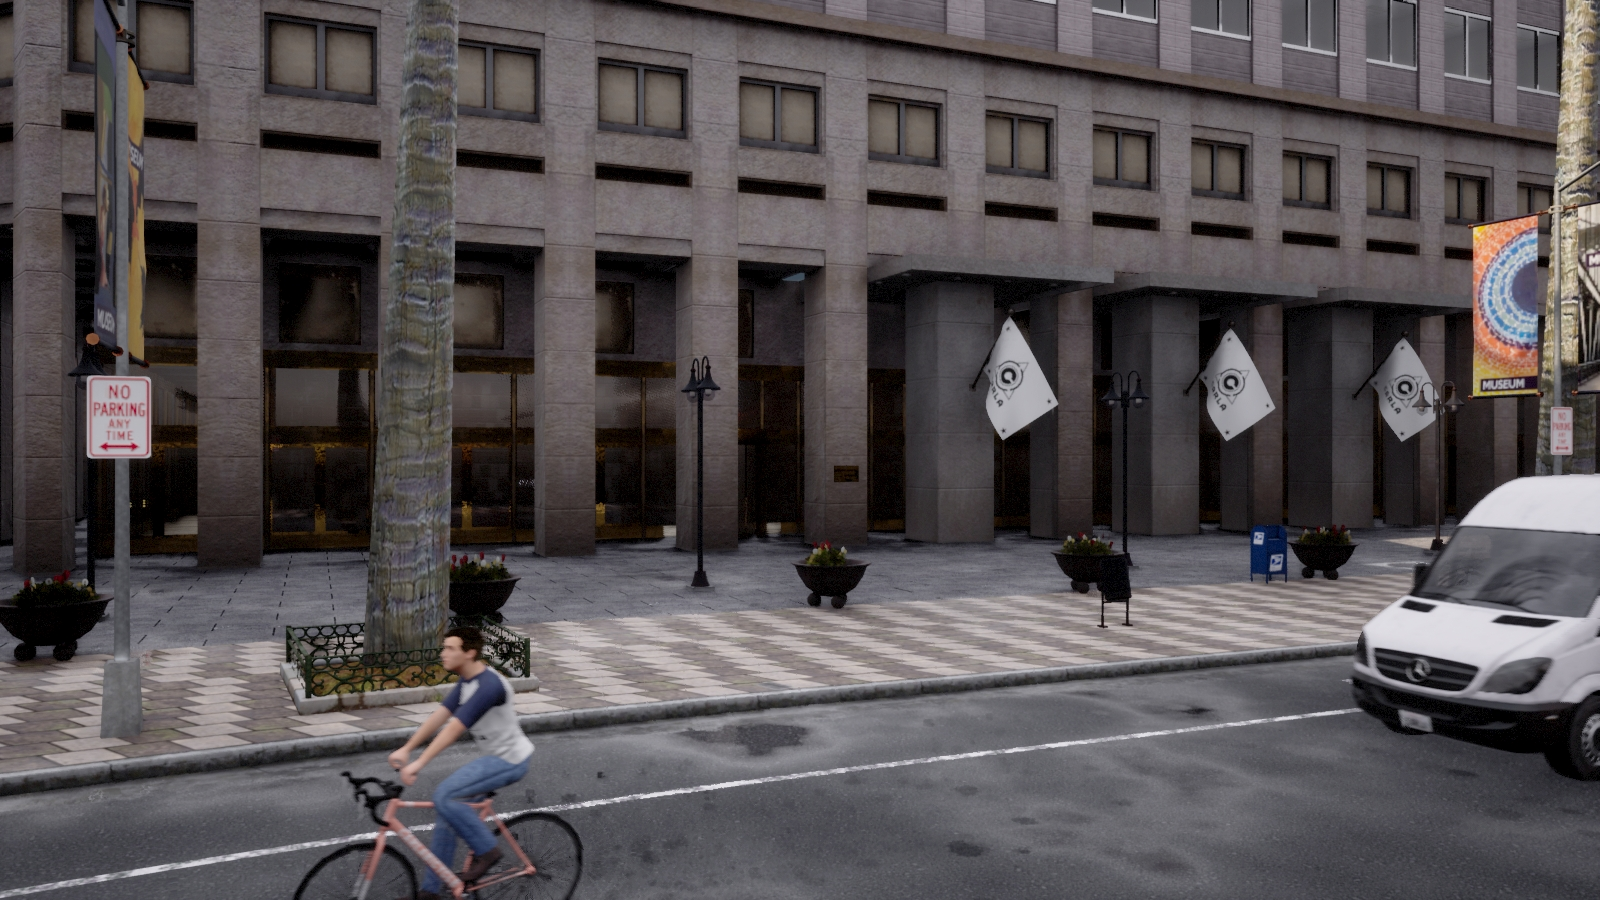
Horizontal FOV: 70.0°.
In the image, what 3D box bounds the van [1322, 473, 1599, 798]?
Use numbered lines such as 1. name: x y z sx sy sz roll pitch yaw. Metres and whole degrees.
1. van: 8.178 1.534 11.301 5.915 2.561 1.988 0 0 -23
